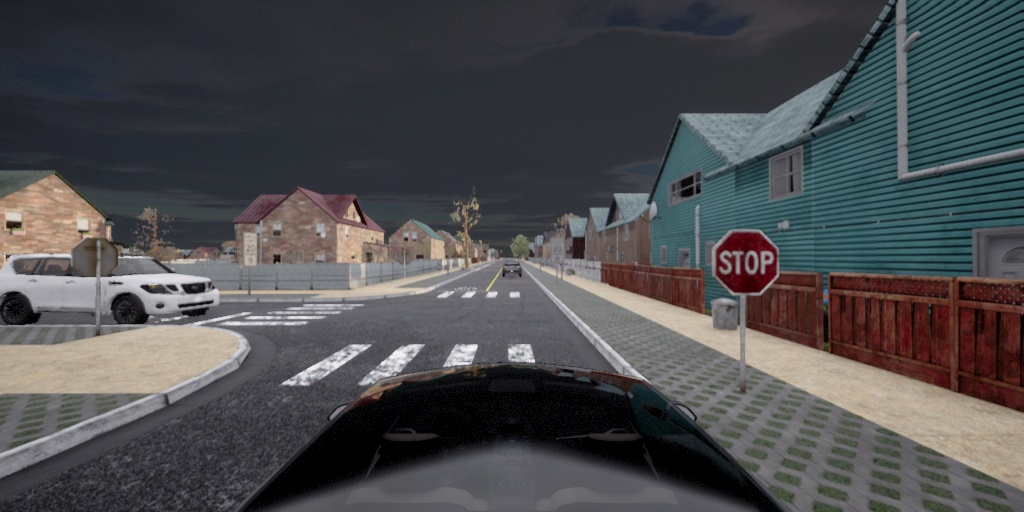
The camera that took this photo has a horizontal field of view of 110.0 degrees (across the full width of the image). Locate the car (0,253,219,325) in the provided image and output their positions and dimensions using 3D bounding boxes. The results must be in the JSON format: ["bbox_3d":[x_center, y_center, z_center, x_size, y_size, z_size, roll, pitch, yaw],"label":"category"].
[{"bbox_3d":[-12.196,0.946,10.914,5.566,2.045,2.150,0,-1,3],"label":"car"}]

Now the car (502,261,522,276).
[{"bbox_3d":[-0.004,1.222,36.363,2.128,1.511,4.902,0,0,0],"label":"car"}]
